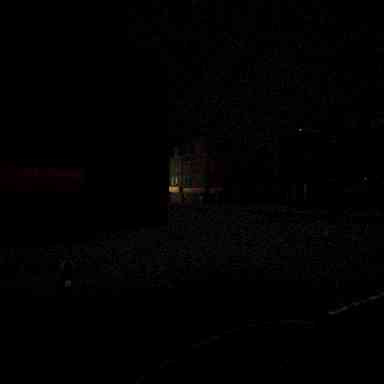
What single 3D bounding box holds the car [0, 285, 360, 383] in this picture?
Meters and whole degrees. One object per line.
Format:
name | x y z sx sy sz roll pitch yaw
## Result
car | -0.452 1.566 2.481 4.313 1.339 1.947 0 0 -35
